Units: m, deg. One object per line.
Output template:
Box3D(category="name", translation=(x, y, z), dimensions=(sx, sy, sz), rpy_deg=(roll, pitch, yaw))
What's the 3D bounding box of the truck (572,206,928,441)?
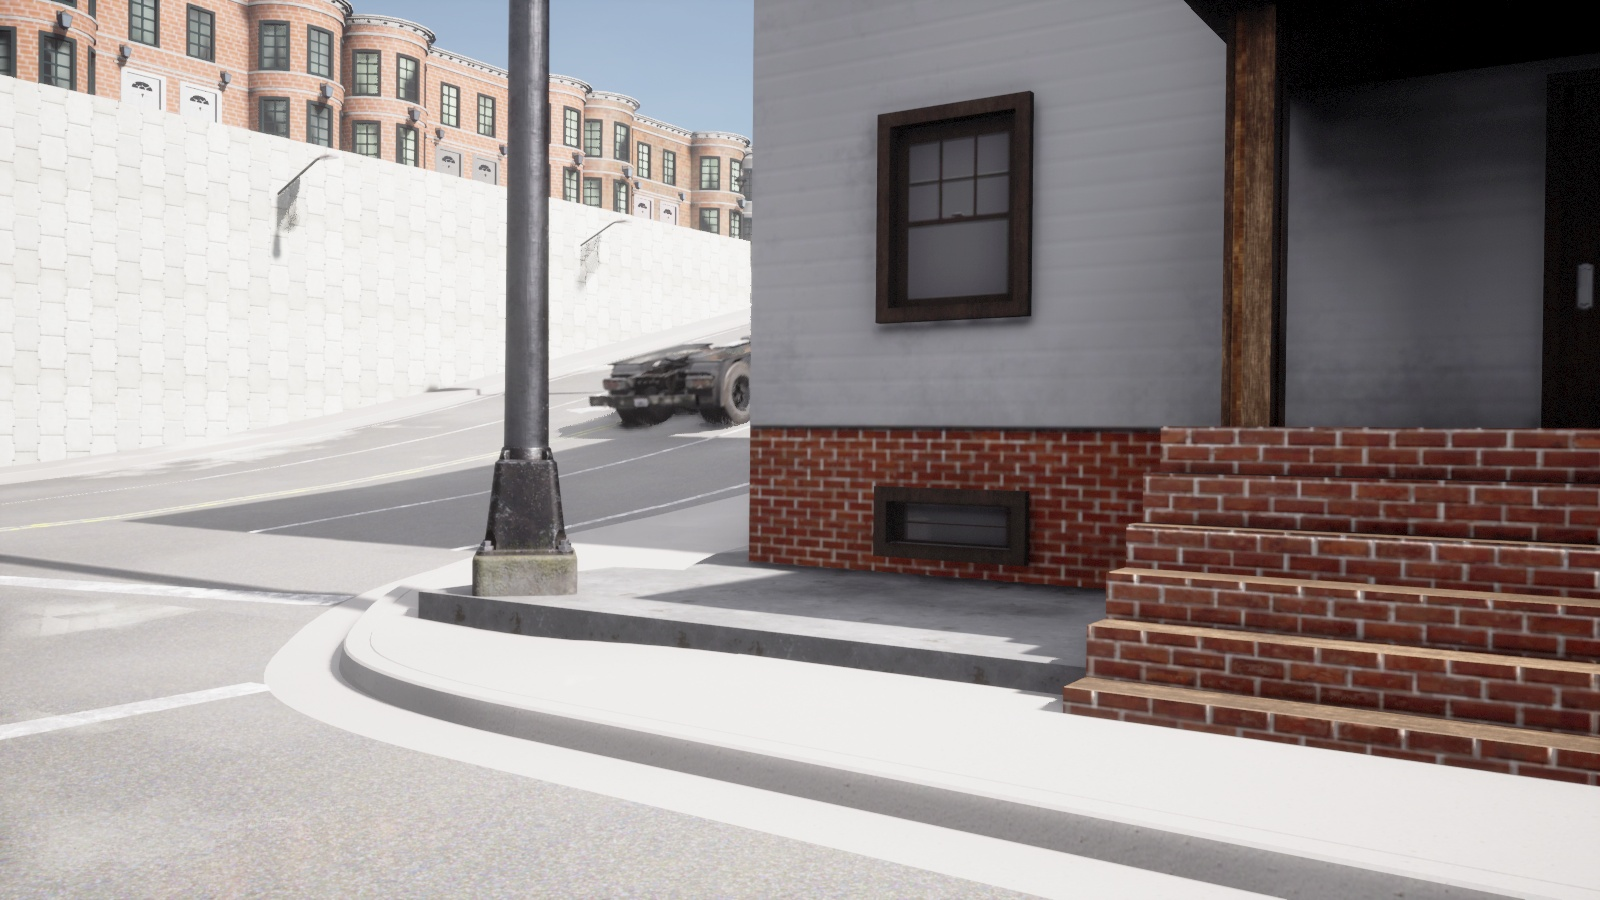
Box3D(category="truck", translation=(-0.650, -2.821, 26.133), dimensions=(2.891, 3.462, 7.936), rpy_deg=(0, 14, 34))
